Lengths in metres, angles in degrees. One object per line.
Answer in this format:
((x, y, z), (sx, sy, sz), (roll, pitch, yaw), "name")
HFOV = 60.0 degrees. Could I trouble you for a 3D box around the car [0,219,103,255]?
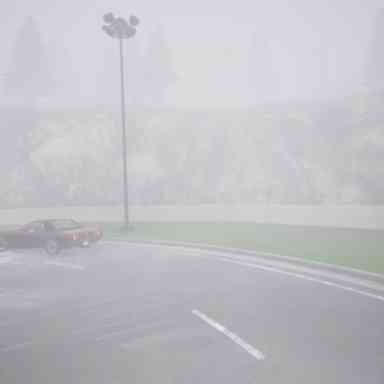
((-6.185, 1.795, 14.016), (4.718, 1.301, 1.895), (-2, 0, 25), "car")
